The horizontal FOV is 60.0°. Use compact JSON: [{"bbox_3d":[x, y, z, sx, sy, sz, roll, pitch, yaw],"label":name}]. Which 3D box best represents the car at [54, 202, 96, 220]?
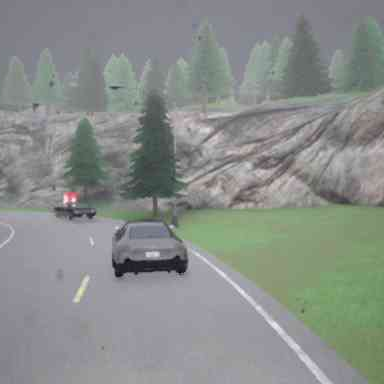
[{"bbox_3d":[-9.428,1.482,26.496,1.895,1.301,4.718,0,0,-39],"label":"car"}]

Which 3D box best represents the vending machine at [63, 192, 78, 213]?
[{"bbox_3d":[-12.550,1.042,34.369,0.880,2.100,1.100,0,0,36],"label":"vending machine"}]

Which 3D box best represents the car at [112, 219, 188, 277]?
[{"bbox_3d":[-1.417,1.510,10.203,1.994,1.385,4.181,0,0,-13],"label":"car"}]
